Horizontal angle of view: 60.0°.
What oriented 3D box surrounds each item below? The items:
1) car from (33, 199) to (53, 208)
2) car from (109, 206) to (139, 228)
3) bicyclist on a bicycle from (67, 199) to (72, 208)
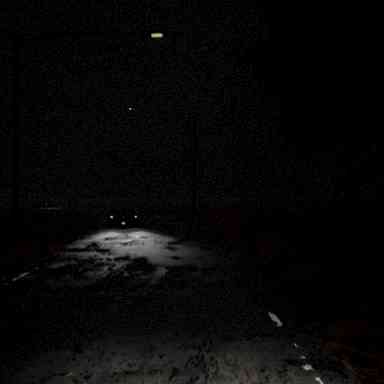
[{"bbox_3d":[-25.881,2.033,57.724,4.892,1.490,1.837,-1,-3,41],"label":"car"},{"bbox_3d":[-4.625,1.606,22.420,1.895,1.301,4.718,1,0,-12],"label":"car"},{"bbox_3d":[-21.810,2.107,59.375,1.656,1.620,0.582,-2,-3,40],"label":"bicyclist on a bicycle"}]
